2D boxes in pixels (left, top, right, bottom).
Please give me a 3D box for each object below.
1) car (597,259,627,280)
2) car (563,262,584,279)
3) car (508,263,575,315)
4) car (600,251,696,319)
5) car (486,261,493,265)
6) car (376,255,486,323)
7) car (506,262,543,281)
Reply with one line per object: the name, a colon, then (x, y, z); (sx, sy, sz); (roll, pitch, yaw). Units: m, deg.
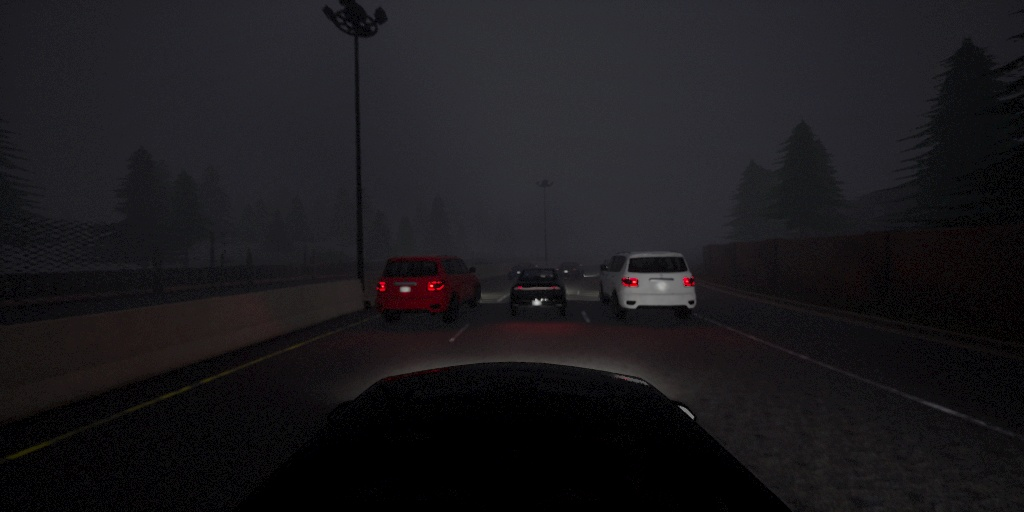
car: (8.372, 1.040, 29.609); (2.128, 1.511, 4.902); (-1, 0, 18)
car: (4.873, 1.174, 30.112); (1.994, 1.385, 4.181); (-1, 0, 18)
car: (1.045, 1.201, 13.311); (2.128, 1.511, 4.902); (-1, 0, 7)
car: (4.403, 0.872, 12.432); (2.150, 2.045, 5.566); (-1, 0, 7)
car: (-3.443, 1.239, 38.752); (2.128, 1.511, 4.902); (-1, 0, 21)
car: (-2.620, 0.998, 12.499); (2.150, 2.045, 5.566); (-1, 0, 7)
car: (1.132, 1.242, 29.894); (1.994, 1.385, 4.181); (-1, 0, 17)
